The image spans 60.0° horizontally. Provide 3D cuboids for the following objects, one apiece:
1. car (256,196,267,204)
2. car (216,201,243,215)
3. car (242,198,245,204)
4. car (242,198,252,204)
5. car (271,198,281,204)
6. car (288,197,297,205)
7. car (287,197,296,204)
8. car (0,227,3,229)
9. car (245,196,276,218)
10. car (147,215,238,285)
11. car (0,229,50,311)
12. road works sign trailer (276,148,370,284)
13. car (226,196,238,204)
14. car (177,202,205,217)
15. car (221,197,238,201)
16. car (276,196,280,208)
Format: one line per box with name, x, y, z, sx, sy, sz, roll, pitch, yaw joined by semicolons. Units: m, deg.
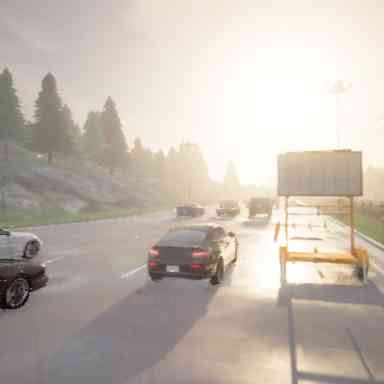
car;16.788;1.886;80.494;2.150;2.045;5.566;0;-1;16
car;3.963;1.910;35.540;1.895;1.301;4.718;0;-1;16
car;10.546;1.979;58.423;2.128;1.511;4.902;0;-1;16
car;13.418;2.238;81.430;1.994;1.385;4.181;0;-1;16
car;20.145;2.175;79.495;2.033;1.411;5.357;0;-1;16
car;20.629;2.047;68.518;1.812;1.442;4.674;0;-1;16
car;23.393;1.978;78.132;2.033;1.411;5.357;0;-1;16
car;-6.901;1.657;10.441;1.812;1.442;4.674;0;-1;16
car;6.992;1.494;33.424;2.150;2.045;5.566;0;-1;16
car;0.201;1.617;9.811;1.812;1.442;4.674;0;-1;16
car;-4.753;1.620;5.243;2.033;1.411;5.357;0;-1;16
road works sign trailer;3.792;0.539;10.016;2.380;3.560;2.880;0;-1;16
car;9.938;1.896;82.003;2.097;1.767;4.553;0;-1;16
car;-0.055;1.795;34.232;1.882;1.535;5.008;0;-1;16
car;6.880;2.009;58.343;1.837;1.490;4.892;0;-1;16
car;13.506;1.672;56.059;2.150;2.045;5.566;0;-1;16
